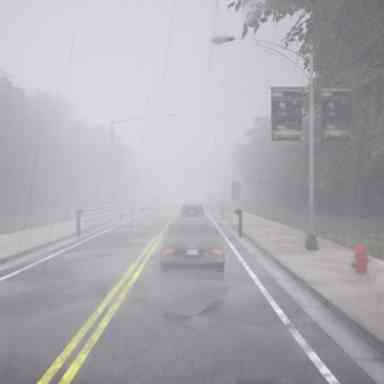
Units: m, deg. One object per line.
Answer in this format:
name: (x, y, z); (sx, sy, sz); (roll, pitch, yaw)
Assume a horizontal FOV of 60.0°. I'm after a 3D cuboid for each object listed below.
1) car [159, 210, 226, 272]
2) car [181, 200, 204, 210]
car: (0.027, 1.529, 10.705); (2.033, 1.411, 5.357); (0, 0, 0)
car: (0.045, 1.427, 29.031); (1.882, 1.535, 5.008); (0, 0, 0)
